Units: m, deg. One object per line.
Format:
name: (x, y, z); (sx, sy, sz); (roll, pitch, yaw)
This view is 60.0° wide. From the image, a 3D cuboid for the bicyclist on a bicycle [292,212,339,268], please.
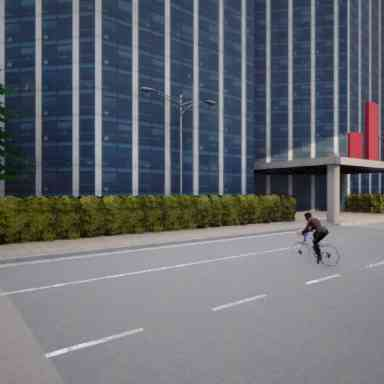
bicyclist on a bicycle: (3.751, 1.455, 10.268); (0.582, 1.620, 1.656); (0, -2, -37)
